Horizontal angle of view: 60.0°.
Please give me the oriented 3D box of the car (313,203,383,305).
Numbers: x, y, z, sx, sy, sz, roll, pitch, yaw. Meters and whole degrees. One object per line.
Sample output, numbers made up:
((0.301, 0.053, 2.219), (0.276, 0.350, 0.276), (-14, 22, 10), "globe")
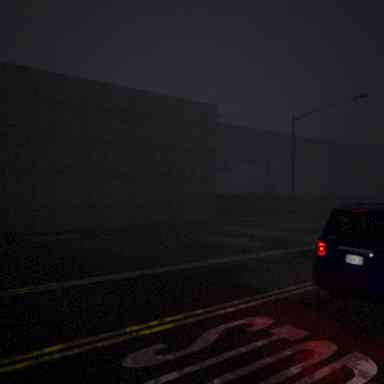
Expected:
((4.990, 1.259, 7.290), (5.566, 2.045, 2.150), (0, 0, -35), "car")
